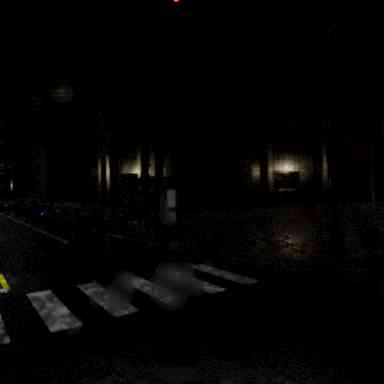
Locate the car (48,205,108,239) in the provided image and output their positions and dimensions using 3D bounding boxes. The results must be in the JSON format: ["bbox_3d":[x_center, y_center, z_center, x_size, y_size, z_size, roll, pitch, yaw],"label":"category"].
[{"bbox_3d":[-5.792,1.551,17.356,2.008,1.369,4.403,-1,0,-35],"label":"car"}]

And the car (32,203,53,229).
[{"bbox_3d":[-9.036,1.617,22.016,1.802,1.307,4.206,-1,0,-35],"label":"car"}]

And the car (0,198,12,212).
[{"bbox_3d":[-22.014,1.762,40.651,1.802,1.307,4.206,-1,0,-35],"label":"car"}]

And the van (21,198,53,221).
[{"bbox_3d":[-12.285,1.411,26.674,1.690,1.788,3.998,-1,0,-35],"label":"van"}]

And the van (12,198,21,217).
[{"bbox_3d":[-15.530,1.446,31.332,1.690,1.788,3.998,-1,0,-35],"label":"van"}]
